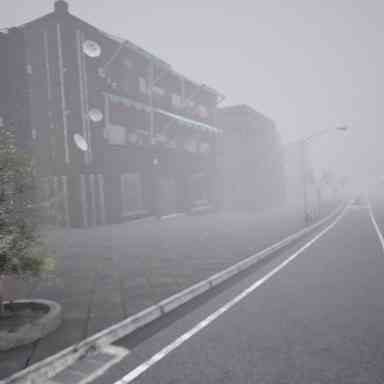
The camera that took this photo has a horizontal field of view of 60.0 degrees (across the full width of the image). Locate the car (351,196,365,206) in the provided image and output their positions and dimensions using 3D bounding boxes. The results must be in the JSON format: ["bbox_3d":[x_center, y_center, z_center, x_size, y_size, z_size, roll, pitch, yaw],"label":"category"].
[{"bbox_3d":[27.659,1.412,55.342,1.837,1.490,4.892,-3,1,27],"label":"car"}]
